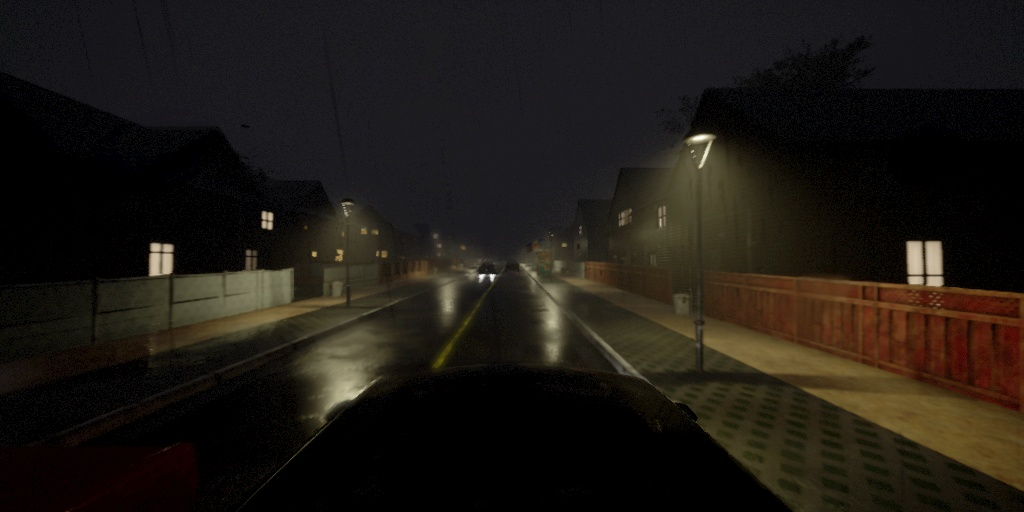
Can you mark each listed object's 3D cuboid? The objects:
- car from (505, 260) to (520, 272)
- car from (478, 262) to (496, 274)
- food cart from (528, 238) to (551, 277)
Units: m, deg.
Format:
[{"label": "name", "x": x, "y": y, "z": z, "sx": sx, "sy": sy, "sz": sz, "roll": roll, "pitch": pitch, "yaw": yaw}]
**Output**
[{"label": "car", "x": 0.053, "y": 1.312, "z": 47.991, "sx": 1.882, "sy": 1.535, "sz": 5.008, "roll": 0, "pitch": 0, "yaw": 0}, {"label": "car", "x": -2.834, "y": 1.382, "z": 41.610, "sx": 1.994, "sy": 1.385, "sz": 4.181, "roll": 0, "pitch": 0, "yaw": 0}, {"label": "food cart", "x": 3.012, "y": 0.267, "z": 34.366, "sx": 2.280, "sy": 3.560, "sz": 4.660, "roll": 0, "pitch": 0, "yaw": 0}]
